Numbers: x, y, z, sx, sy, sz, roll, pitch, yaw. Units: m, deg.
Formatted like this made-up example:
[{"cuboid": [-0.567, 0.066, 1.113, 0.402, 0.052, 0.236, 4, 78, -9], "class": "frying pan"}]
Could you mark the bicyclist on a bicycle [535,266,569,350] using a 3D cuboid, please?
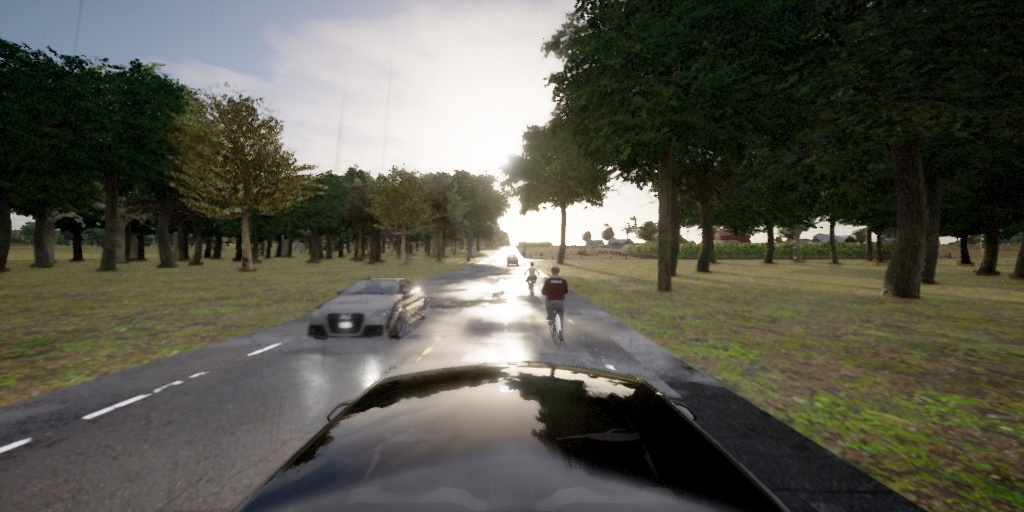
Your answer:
[{"cuboid": [0.966, 1.104, 8.152, 0.659, 1.776, 1.843, 0, 0, 0], "class": "bicyclist on a bicycle"}]

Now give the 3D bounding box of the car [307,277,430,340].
[{"cuboid": [-3.599, 1.290, 9.742, 1.994, 1.385, 4.181, 0, 0, 0], "class": "car"}]

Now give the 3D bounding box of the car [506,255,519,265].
[{"cuboid": [0.114, 0.757, 59.967, 2.128, 1.511, 4.902, 0, 1, 0], "class": "car"}]

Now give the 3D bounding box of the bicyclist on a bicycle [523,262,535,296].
[{"cuboid": [0.985, 1.110, 17.835, 0.866, 1.612, 1.509, 0, 0, 0], "class": "bicyclist on a bicycle"}]
